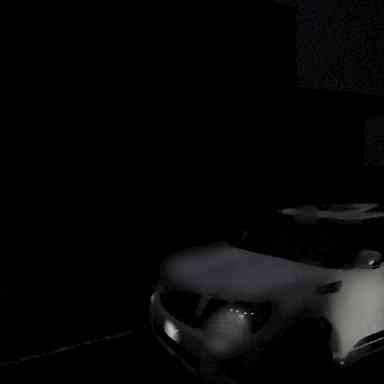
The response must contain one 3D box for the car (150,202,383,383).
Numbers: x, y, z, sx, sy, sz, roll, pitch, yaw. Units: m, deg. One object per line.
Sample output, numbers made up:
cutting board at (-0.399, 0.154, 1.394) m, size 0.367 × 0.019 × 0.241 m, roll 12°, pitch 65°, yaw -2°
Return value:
car at (2.169, 1.213, 5.118) m, size 5.566 × 2.045 × 2.150 m, roll 0°, pitch 0°, yaw -29°
